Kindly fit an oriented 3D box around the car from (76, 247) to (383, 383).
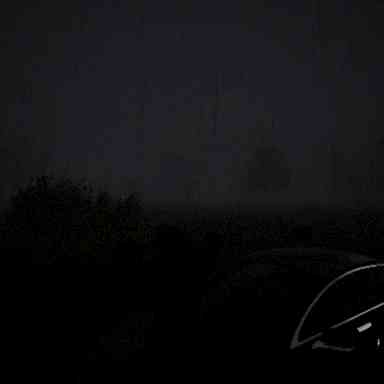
[{"bbox_3d":[1.184,1.503,3.915,4.892,1.490,1.837,0,0,-36],"label":"car"}]
